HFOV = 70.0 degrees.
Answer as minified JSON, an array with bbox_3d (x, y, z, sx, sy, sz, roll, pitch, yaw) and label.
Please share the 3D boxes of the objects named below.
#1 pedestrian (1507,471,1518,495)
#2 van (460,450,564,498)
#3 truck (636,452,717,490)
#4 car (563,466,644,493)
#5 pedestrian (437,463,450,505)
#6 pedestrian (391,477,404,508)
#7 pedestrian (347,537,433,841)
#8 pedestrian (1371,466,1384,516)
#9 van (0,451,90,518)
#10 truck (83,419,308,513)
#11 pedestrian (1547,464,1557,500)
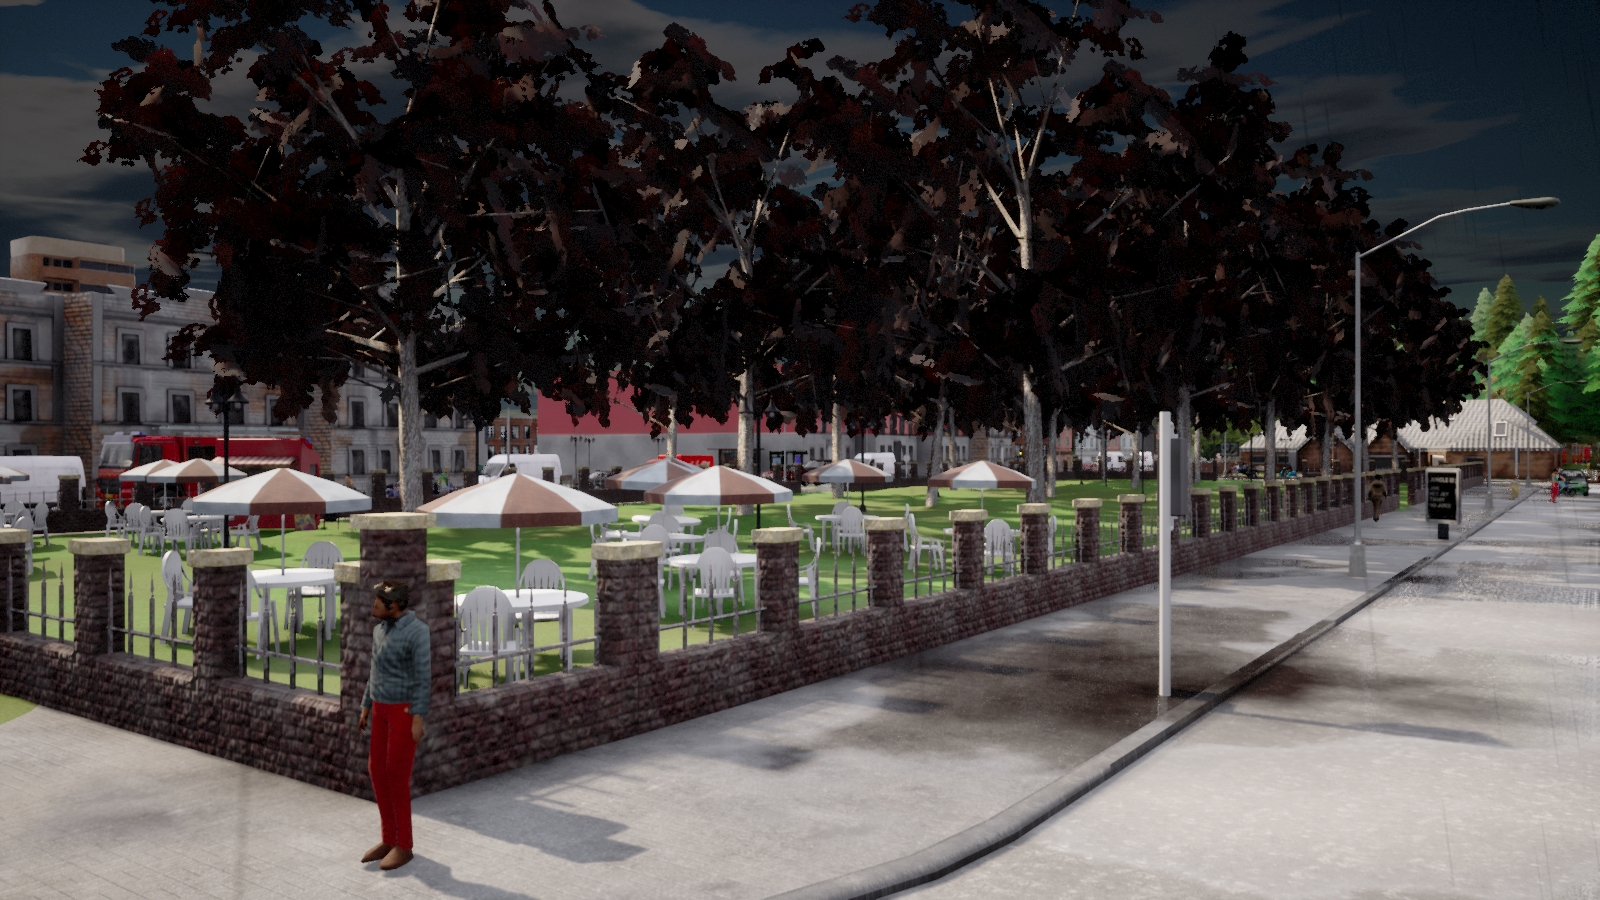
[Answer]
[{"bbox_3d":[38.974,1.803,62.471,0.375,1.300,0.375,0,0,-20],"label":"pedestrian"},{"bbox_3d":[-16.329,1.307,65.083,1.988,2.561,5.915,0,0,35],"label":"van"},{"bbox_3d":[-8.233,1.340,76.671,2.627,2.467,5.204,0,0,35],"label":"truck"},{"bbox_3d":[-12.166,1.806,71.050,2.097,1.535,5.006,0,0,35],"label":"car"},{"bbox_3d":[-16.036,1.516,51.387,0.375,1.860,0.375,0,0,35],"label":"pedestrian"},{"bbox_3d":[-17.122,1.799,48.637,0.375,1.300,0.375,0,0,34],"label":"pedestrian"},{"bbox_3d":[-2.655,1.516,7.406,0.375,1.860,0.375,0,0,36],"label":"pedestrian"},{"bbox_3d":[21.451,1.524,42.454,0.375,1.860,0.375,0,0,35],"label":"pedestrian"},{"bbox_3d":[-31.020,1.307,44.007,1.988,2.561,5.915,0,0,35],"label":"van"},{"bbox_3d":[-26.598,0.663,50.778,2.891,3.827,8.468,0,0,35],"label":"truck"},{"bbox_3d":[38.669,1.628,58.755,0.375,1.860,0.375,0,0,21],"label":"pedestrian"}]
